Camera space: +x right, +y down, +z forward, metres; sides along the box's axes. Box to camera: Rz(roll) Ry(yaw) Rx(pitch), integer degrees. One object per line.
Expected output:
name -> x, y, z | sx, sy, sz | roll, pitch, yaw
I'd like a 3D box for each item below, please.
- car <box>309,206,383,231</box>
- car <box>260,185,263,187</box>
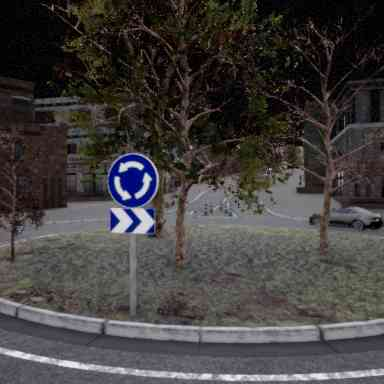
car -> 9.456, 1.566, 20.715 | 1.994, 1.385, 4.181 | 0, 0, -36
car -> 12.605, -1.620, 64.707 | 1.895, 1.301, 4.718 | 0, 6, 20
